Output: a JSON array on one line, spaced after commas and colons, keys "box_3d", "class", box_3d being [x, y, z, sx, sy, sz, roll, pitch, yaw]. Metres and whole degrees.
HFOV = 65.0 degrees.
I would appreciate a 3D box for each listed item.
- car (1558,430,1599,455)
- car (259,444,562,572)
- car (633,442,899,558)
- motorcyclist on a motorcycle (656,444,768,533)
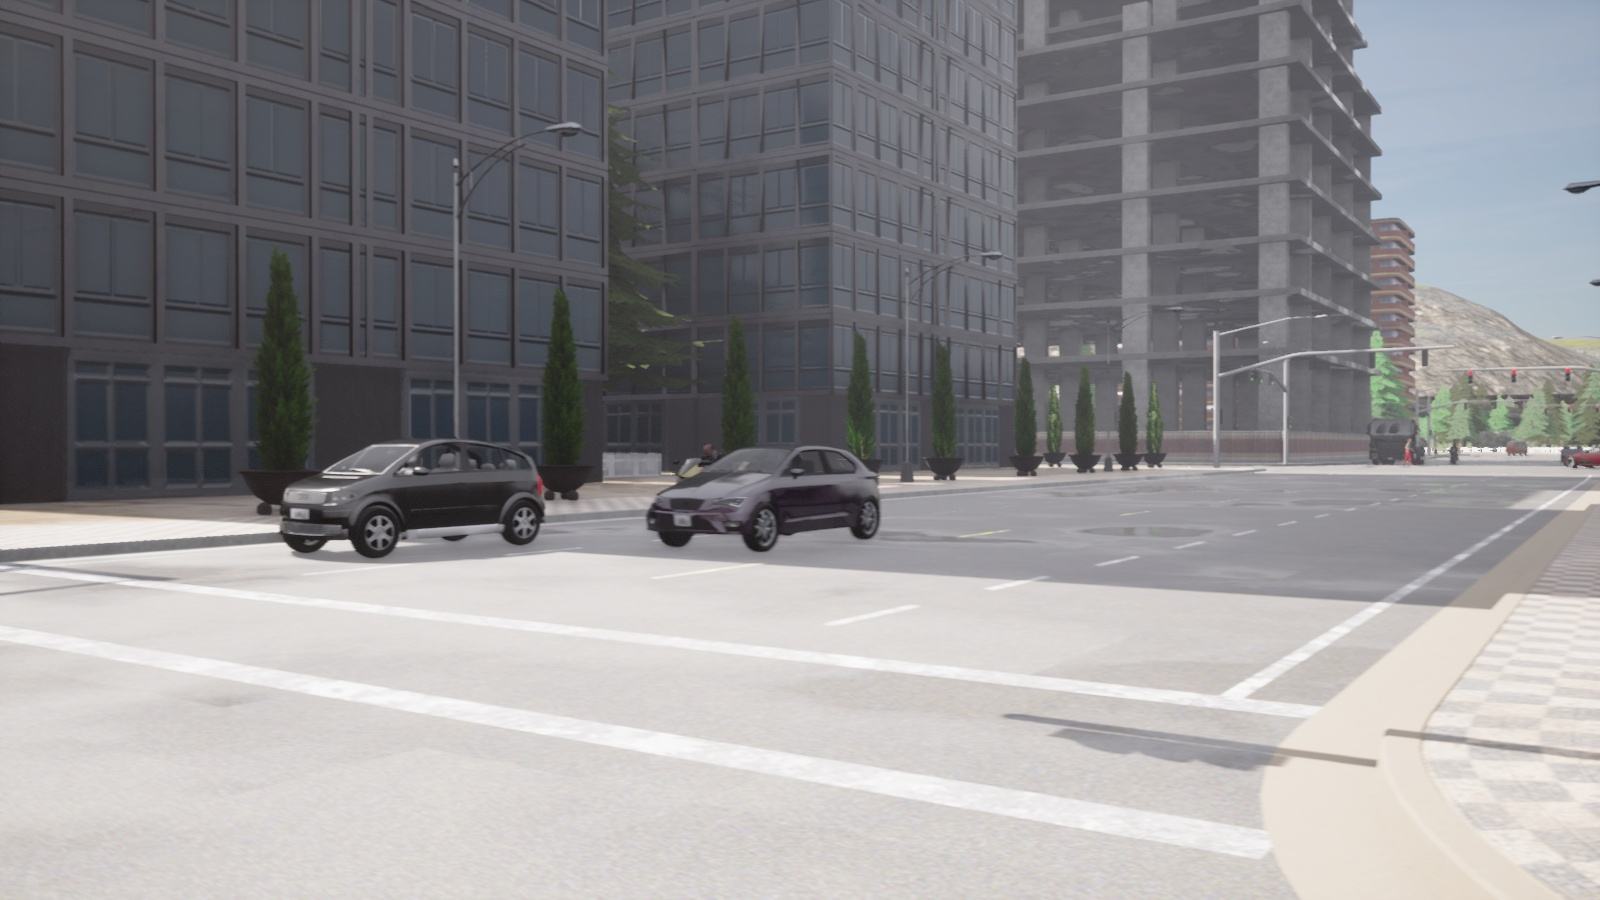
[{"box_3d": [48.835, -0.463, 75.883, 2.163, 1.488, 4.792, -1, 0, -26], "class": "car"}, {"box_3d": [-5.306, 0.713, 17.523, 1.789, 1.549, 3.705, -1, 0, 34], "class": "car"}, {"box_3d": [-0.371, 0.654, 18.587, 1.816, 1.474, 4.193, -1, 0, 34], "class": "car"}, {"box_3d": [-1.584, 0.679, 23.054, 0.866, 1.530, 2.191, -1, 0, 34], "class": "motorcyclist on a motorcycle"}]
